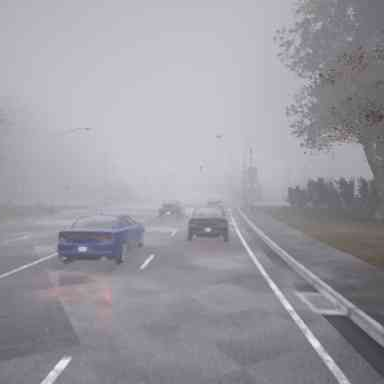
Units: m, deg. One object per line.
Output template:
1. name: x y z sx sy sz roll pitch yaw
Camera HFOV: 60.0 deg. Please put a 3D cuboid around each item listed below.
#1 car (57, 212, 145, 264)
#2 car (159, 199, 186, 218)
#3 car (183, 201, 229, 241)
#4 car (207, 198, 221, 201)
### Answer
1. car: -2.976 1.461 11.863 1.882 1.535 5.008 0 0 3
2. car: -1.699 1.422 29.129 1.837 1.490 4.892 0 0 5
3. car: 0.838 1.456 16.717 1.882 1.535 5.008 0 0 4
4. car: 2.316 1.379 34.803 2.128 1.511 4.902 0 0 5
